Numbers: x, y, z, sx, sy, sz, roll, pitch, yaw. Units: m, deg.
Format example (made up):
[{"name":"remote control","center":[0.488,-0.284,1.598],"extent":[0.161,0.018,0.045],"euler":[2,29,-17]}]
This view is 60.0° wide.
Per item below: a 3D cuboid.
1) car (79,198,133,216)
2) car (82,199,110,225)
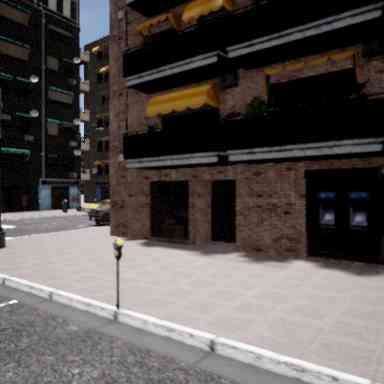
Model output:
[{"name":"car","center":[-7.947,1.324,31.185],"extent":[1.752,1.417,4.829],"euler":[1,1,36]},{"name":"car","center":[-4.777,1.381,22.131],"extent":[2.008,1.369,4.403],"euler":[1,1,36]}]
